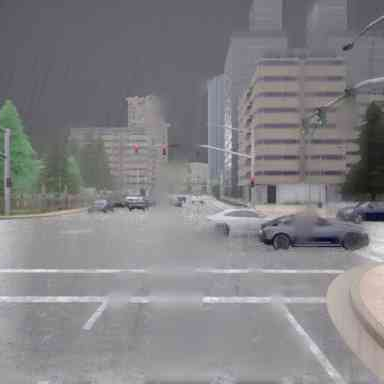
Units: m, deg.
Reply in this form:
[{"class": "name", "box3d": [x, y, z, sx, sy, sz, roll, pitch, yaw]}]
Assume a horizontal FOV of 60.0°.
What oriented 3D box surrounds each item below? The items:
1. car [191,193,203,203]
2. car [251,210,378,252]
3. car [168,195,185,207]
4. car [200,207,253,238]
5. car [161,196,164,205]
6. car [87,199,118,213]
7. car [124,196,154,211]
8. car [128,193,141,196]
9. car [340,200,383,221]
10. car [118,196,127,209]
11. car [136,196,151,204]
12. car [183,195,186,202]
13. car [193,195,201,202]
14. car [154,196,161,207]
[{"class": "car", "box3d": [1.038, 1.221, 66.933, 2.150, 2.045, 5.566, 0, 0, 1]}, {"class": "car", "box3d": [4.774, 1.564, 13.457, 4.181, 1.385, 1.994, 0, 0, 1]}, {"class": "car", "box3d": [-2.526, 1.564, 50.508, 1.994, 1.385, 4.181, 0, 0, 1]}, {"class": "car", "box3d": [2.771, 1.525, 16.976, 4.674, 1.442, 1.812, 0, 0, 1]}, {"class": "car", "box3d": [-6.104, 1.477, 59.955, 1.882, 1.535, 5.008, 0, 0, 0]}, {"class": "car", "box3d": [-9.846, 1.526, 36.413, 1.812, 1.442, 4.674, 0, 0, 1]}, {"class": "car", "box3d": [-6.325, 1.547, 40.291, 2.033, 1.411, 5.357, 0, 0, 1]}, {"class": "car", "box3d": [-9.659, 1.221, 55.472, 2.150, 2.045, 5.566, 0, 0, 1]}, {"class": "car", "box3d": [12.948, 1.352, 24.084, 4.553, 1.767, 2.097, 0, 0, 1]}, {"class": "car", "box3d": [-9.772, 1.601, 45.513, 1.895, 1.301, 4.718, 0, 0, 1]}, {"class": "car", "box3d": [-9.510, 1.491, 65.704, 2.128, 1.511, 4.902, 0, 0, 1]}, {"class": "car", "box3d": [-2.382, 1.478, 75.126, 1.882, 1.535, 5.008, 0, 0, 1]}, {"class": "car", "box3d": [1.133, 1.521, 76.618, 1.812, 1.442, 4.674, 0, 0, 1]}, {"class": "car", "box3d": [-6.230, 1.564, 49.497, 1.994, 1.385, 4.181, 0, 0, 0]}]
